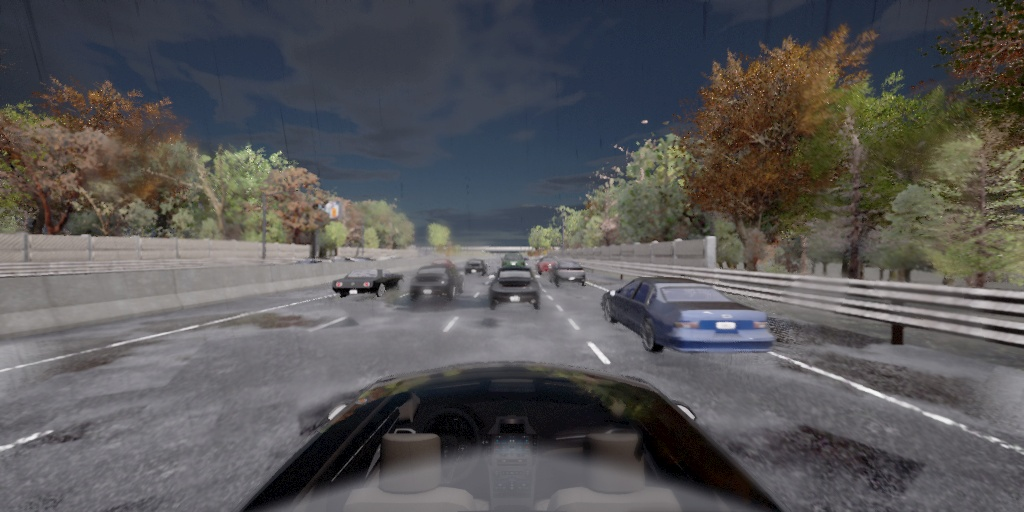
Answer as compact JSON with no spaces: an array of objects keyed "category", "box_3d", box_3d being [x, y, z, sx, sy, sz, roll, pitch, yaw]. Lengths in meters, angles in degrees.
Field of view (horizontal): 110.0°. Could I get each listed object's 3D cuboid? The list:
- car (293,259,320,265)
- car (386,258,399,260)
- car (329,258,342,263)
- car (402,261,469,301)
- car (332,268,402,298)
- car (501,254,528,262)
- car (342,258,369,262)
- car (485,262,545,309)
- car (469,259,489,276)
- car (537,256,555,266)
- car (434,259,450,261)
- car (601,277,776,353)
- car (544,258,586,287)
[{"category":"car","box_3d":[-28.012,1.052,49.130,1.994,1.385,4.181,0,0,0]},{"category":"car","box_3d":[-17.506,0.980,51.865,1.837,1.490,4.892,0,0,0]},{"category":"car","box_3d":[-24.502,0.980,51.617,1.837,1.490,4.892,0,0,0]},{"category":"car","box_3d":[-3.383,1.166,16.818,1.837,1.490,4.892,0,0,0]},{"category":"car","box_3d":[-6.882,1.257,17.816,1.895,1.301,4.718,0,0,0]},{"category":"car","box_3d":[0.136,0.791,33.569,2.150,2.045,5.566,0,0,0]},{"category":"car","box_3d":[-21.013,1.032,49.832,2.033,1.411,5.357,0,0,0]},{"category":"car","box_3d":[0.114,1.180,14.480,1.837,1.490,4.892,0,0,0]},{"category":"car","box_3d":[-3.362,1.071,34.339,1.837,1.490,4.892,0,0,0]},{"category":"car","box_3d":[3.538,0.877,35.270,2.097,1.767,4.553,0,0,0]},{"category":"car","box_3d":[-6.859,1.036,35.668,1.882,1.535,5.008,0,0,0]},{"category":"car","box_3d":[3.662,1.221,8.654,2.033,1.411,5.357,0,0,0]},{"category":"car","box_3d":[3.525,1.094,23.324,2.128,1.511,4.902,0,0,0]}]
